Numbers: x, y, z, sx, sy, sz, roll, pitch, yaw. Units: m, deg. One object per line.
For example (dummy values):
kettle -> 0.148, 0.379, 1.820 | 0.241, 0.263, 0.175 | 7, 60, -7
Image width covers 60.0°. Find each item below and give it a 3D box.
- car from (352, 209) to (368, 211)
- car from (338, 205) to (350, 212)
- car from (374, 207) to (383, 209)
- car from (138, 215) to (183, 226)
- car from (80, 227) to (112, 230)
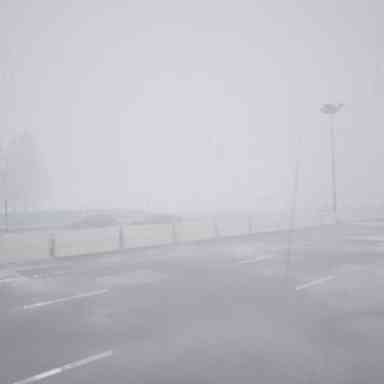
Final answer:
car -> 30.889, 3.061, 58.884 | 5.357, 1.411, 2.033 | 1, -3, -41
car -> 28.474, 3.140, 61.420 | 5.008, 1.535, 1.882 | 1, -3, -41
car -> 33.280, 2.972, 56.334 | 4.718, 1.301, 1.895 | 1, -3, -41
car -> -3.394, 2.836, 33.604 | 5.357, 1.411, 2.033 | 0, -3, -41
car -> -9.761, 2.915, 32.707 | 4.892, 1.490, 1.837 | 0, -3, -41
